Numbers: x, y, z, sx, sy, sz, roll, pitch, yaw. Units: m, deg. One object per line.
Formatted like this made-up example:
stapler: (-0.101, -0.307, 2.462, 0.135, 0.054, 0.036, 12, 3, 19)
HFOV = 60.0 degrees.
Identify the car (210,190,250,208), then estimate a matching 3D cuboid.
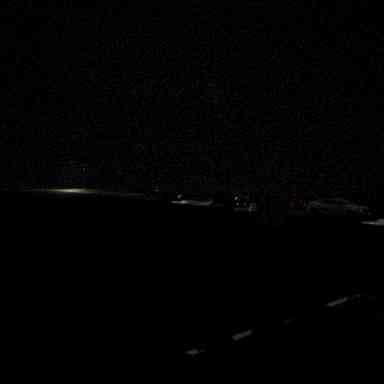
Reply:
car: (3.916, 0.580, 34.585, 2.097, 1.767, 4.553, -3, 4, -35)

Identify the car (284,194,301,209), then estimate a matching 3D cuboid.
car: (9.097, 0.849, 32.432, 1.895, 1.301, 4.718, -3, 4, -36)

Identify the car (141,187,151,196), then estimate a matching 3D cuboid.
car: (-6.714, -0.136, 54.621, 2.128, 1.511, 4.902, -3, 4, -35)

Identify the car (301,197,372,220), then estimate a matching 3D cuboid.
car: (10.850, 1.153, 24.814, 1.812, 1.442, 4.674, -3, 4, -35)

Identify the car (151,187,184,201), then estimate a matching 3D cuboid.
car: (-2.994, 0.326, 44.358, 2.128, 1.511, 4.902, -3, 4, -35)
